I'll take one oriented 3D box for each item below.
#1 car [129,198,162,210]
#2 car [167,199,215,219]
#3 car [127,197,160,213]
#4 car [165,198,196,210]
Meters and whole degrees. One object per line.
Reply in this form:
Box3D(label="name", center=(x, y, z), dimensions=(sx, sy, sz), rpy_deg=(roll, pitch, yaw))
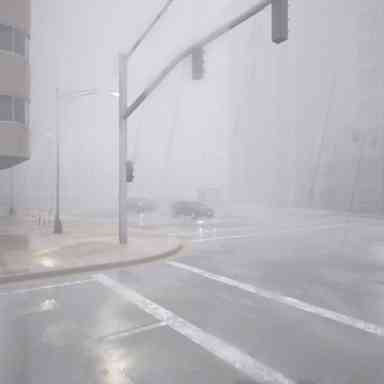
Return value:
Box3D(label="car", center=(-6.205, 1.547, 43.963), dimensions=(2.033, 1.411, 5.357), rpy_deg=(0, 0, -36))
Box3D(label="car", center=(-0.026, 1.505, 29.233), dimensions=(1.837, 1.490, 4.892), rpy_deg=(0, 0, -36))
Box3D(label="car", center=(-5.932, 1.352, 37.334), dimensions=(2.097, 1.767, 4.553), rpy_deg=(0, 0, -37))
Box3D(label="car", center=(-1.588, 1.564, 43.571), dimensions=(1.994, 1.385, 4.181), rpy_deg=(0, 0, -36))
